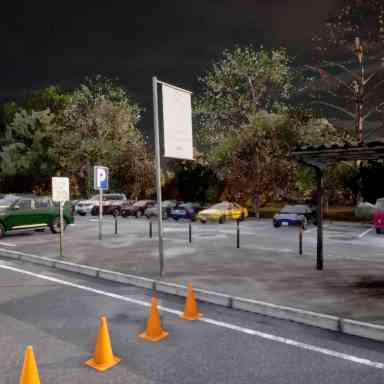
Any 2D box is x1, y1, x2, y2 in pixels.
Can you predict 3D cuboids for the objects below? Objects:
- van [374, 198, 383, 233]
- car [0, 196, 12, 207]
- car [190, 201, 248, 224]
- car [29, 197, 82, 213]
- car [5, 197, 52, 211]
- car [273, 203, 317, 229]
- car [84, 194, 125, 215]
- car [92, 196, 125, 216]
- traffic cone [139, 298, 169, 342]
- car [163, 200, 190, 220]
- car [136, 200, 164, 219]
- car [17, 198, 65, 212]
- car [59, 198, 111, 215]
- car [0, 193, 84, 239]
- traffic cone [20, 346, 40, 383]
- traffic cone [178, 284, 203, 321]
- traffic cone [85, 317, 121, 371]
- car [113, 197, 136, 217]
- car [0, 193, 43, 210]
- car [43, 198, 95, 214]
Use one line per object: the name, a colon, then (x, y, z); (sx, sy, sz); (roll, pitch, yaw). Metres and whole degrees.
van: (11.642, 1.264, 19.012); (1.878, 1.987, 4.442); (0, 0, 35)
car: (-29.182, 1.332, 47.825); (1.946, 1.575, 5.366); (1, 0, 35)
car: (2.388, 1.475, 25.155); (1.946, 1.575, 5.366); (0, 0, 35)
car: (-15.560, 1.444, 38.237); (1.946, 1.575, 5.366); (0, 0, 35)
car: (-20.193, 1.452, 41.307); (2.163, 1.488, 4.792); (0, 0, 35)
car: (7.019, 1.513, 22.088); (2.163, 1.488, 4.792); (0, 0, 35)
car: (-8.871, 1.212, 33.269); (2.435, 2.045, 5.566); (0, 0, 35)
car: (-6.581, 1.466, 31.700); (2.097, 1.535, 5.008); (0, 0, 35)
traffic cone: (-0.596, 1.957, 5.207); (0.340, 0.580, 0.340); (0, 0, 35)
car: (0.242, 1.504, 26.927); (2.163, 1.488, 4.792); (0, 0, 35)
car: (-2.040, 1.473, 28.506); (2.231, 1.521, 4.892); (0, 0, 35)
car: (-17.950, 1.469, 39.658); (2.163, 1.488, 4.792); (0, 0, 35)
car: (-11.127, 1.461, 34.885); (2.231, 1.521, 4.892); (0, 0, 35)
car: (-8.876, 1.221, 17.280); (2.435, 2.045, 5.566); (0, 0, 35)
traffic cone: (-1.747, 1.957, 3.575); (0.340, 0.580, 0.340); (0, 0, 35)
traffic cone: (-0.020, 1.957, 6.023); (0.340, 0.580, 0.340); (0, 0, 36)
traffic cone: (-1.171, 1.957, 4.391); (0.340, 0.580, 0.340); (0, 0, 35)
car: (-4.311, 1.469, 30.102); (2.097, 1.535, 5.008); (0, 0, 35)
car: (-22.494, 1.153, 42.856); (2.435, 2.045, 5.566); (0, 0, 35)
car: (-13.398, 1.455, 36.484); (2.097, 1.535, 5.008); (0, 0, 35)
